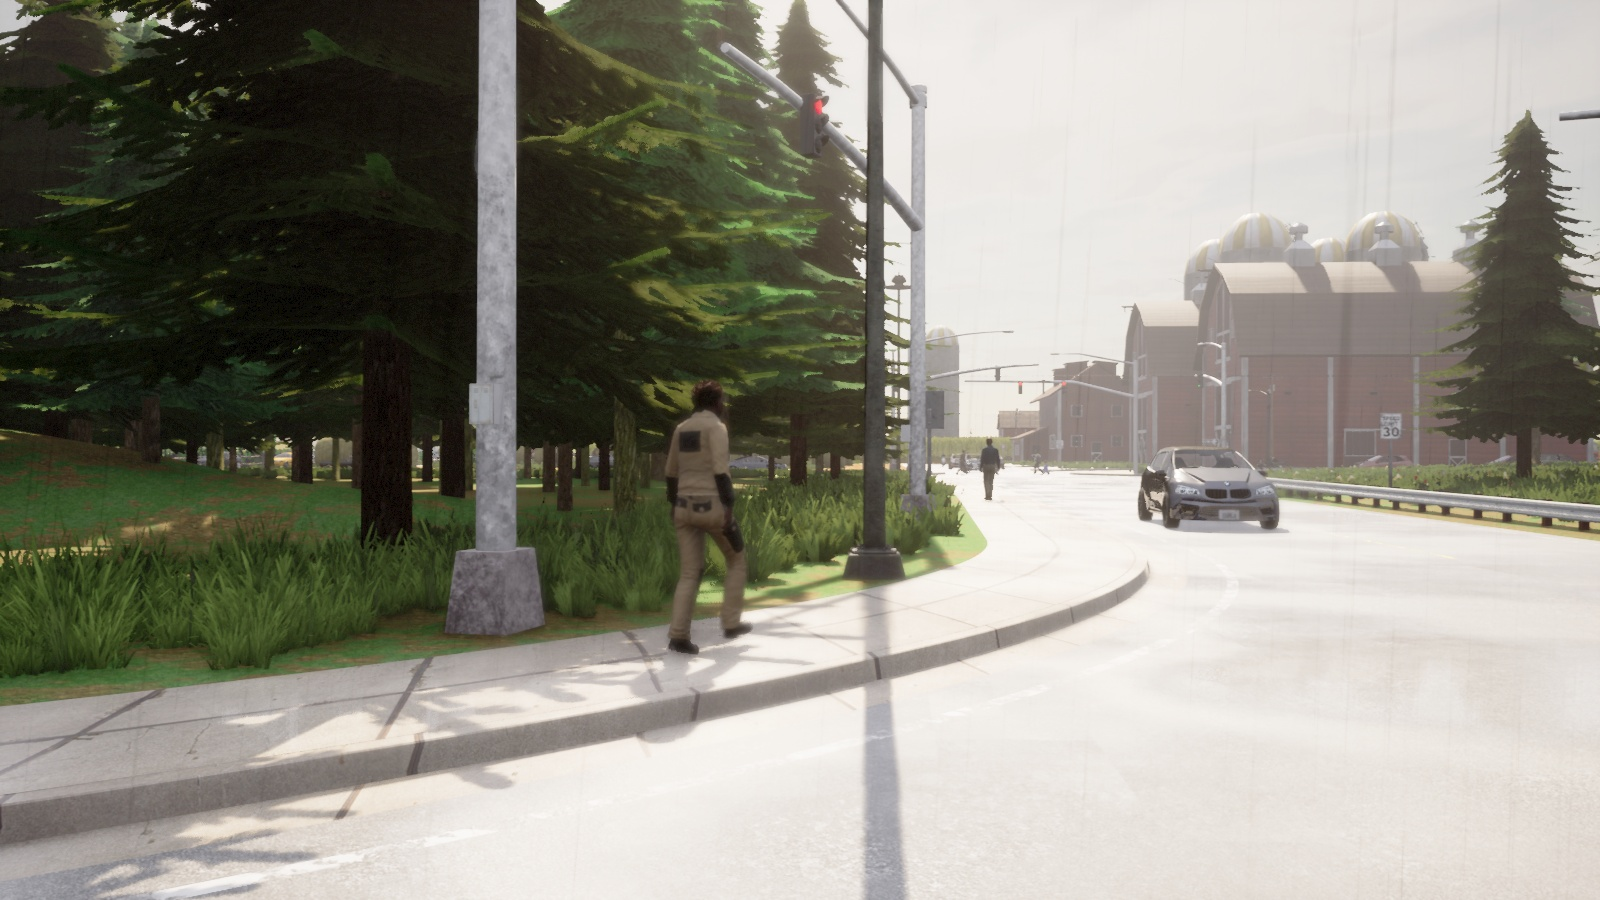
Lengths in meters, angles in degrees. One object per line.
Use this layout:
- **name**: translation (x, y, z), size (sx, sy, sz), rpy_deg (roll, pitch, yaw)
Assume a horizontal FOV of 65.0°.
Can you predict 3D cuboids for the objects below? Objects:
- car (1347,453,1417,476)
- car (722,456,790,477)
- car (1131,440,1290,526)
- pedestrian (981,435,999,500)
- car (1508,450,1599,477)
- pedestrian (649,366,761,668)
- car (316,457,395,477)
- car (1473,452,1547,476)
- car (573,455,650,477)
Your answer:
- **car**: translation (37.532, 0.928, 81.043), size (3.633, 1.501, 1.845), rpy_deg (0, 0, 5)
- **car**: translation (-2.791, 1.055, 80.800), size (4.181, 1.385, 1.994), rpy_deg (0, 0, 5)
- **car**: translation (8.536, 0.643, 26.568), size (2.242, 1.667, 4.611), rpy_deg (0, 0, 6)
- **pedestrian**: translation (5.435, 0.492, 36.011), size (0.370, 1.835, 0.726), rpy_deg (0, 0, -2)
- **car**: translation (46.335, 0.816, 76.818), size (4.856, 1.649, 2.033), rpy_deg (0, 0, 5)
- **pedestrian**: translation (-0.630, 0.430, 8.414), size (0.396, 1.930, 0.692), rpy_deg (0, 0, 36)
- **car**: translation (-30.620, 1.161, 86.568), size (4.718, 1.301, 1.895), rpy_deg (0, 0, 5)
- **car**: translation (45.430, 0.911, 80.403), size (3.633, 1.501, 1.845), rpy_deg (0, 0, 5)
- **car**: translation (-12.214, 1.037, 81.565), size (4.674, 1.442, 1.812), rpy_deg (0, 0, 5)
